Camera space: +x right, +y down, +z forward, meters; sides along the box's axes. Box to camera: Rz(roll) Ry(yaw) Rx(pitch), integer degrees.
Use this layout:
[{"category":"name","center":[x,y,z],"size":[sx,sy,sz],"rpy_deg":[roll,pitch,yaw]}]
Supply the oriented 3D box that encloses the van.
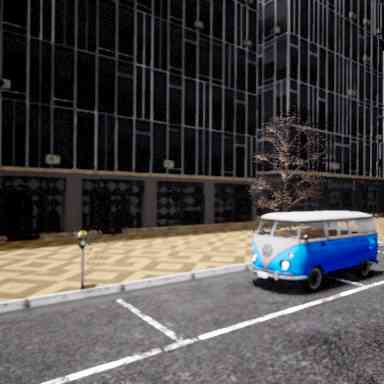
[{"category":"van","center":[3.365,1.422,8.962],"size":[3.998,1.788,1.690],"rpy_deg":[1,0,-36]}]
